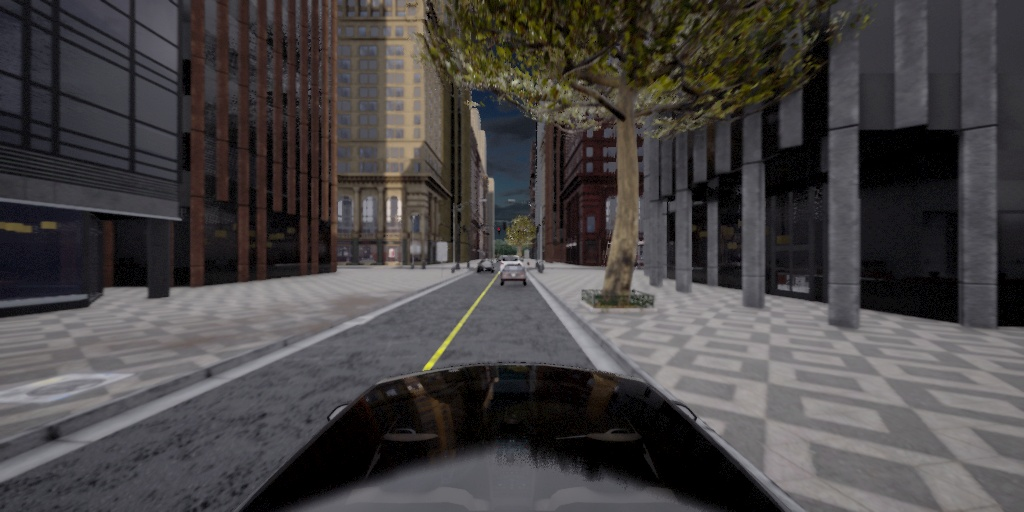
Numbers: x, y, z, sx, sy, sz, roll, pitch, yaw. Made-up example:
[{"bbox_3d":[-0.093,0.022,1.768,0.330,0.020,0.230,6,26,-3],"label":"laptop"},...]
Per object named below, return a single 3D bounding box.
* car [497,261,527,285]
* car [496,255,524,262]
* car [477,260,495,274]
[{"bbox_3d":[0.093,1.279,25.739,2.033,1.411,5.357,0,0,0],"label":"car"},{"bbox_3d":[0.018,0.944,37.366,2.150,2.045,5.566,0,0,4],"label":"car"},{"bbox_3d":[-3.014,1.224,41.813,1.882,1.535,5.008,0,0,0],"label":"car"}]
